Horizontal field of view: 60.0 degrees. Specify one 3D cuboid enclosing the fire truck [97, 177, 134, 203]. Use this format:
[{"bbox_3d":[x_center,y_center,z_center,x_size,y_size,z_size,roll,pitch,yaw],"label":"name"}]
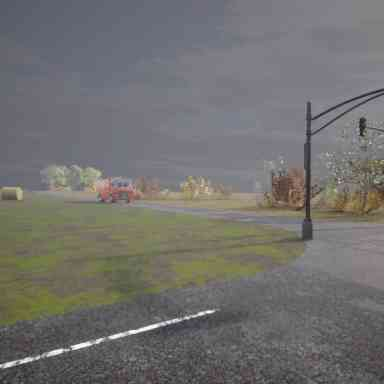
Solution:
[{"bbox_3d":[-11.714,-0.354,50.084,2.891,3.827,8.468,1,0,-32],"label":"fire truck"}]
